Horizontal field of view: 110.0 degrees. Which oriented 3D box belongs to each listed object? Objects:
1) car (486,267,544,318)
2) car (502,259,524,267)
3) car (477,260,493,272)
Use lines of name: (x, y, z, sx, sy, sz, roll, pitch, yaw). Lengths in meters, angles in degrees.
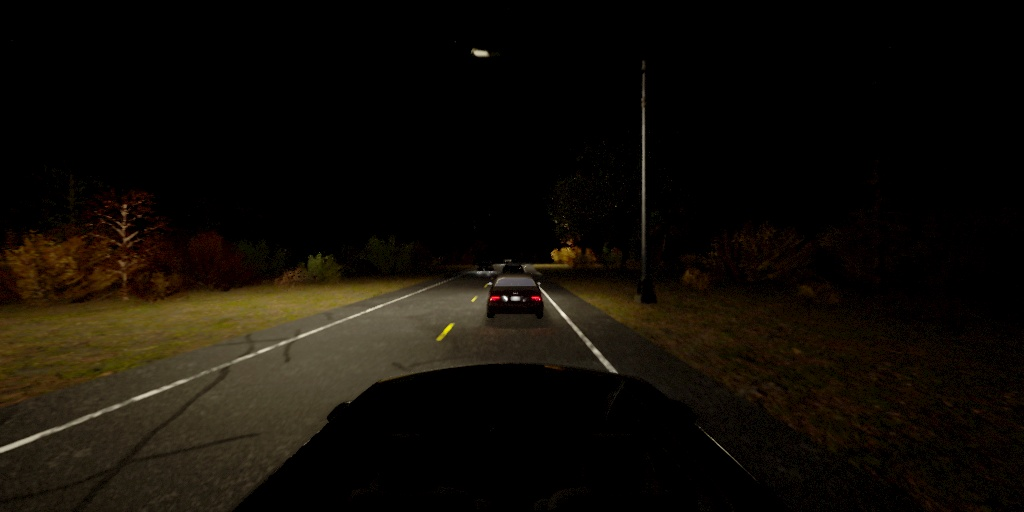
car: (0.104, 1.298, 13.023, 2.033, 1.411, 5.357, 0, 0, 0)
car: (0.108, 1.243, 32.990, 2.128, 1.511, 4.902, 0, 0, 0)
car: (-3.504, 1.301, 47.676, 2.033, 1.411, 5.357, 0, 0, 1)
